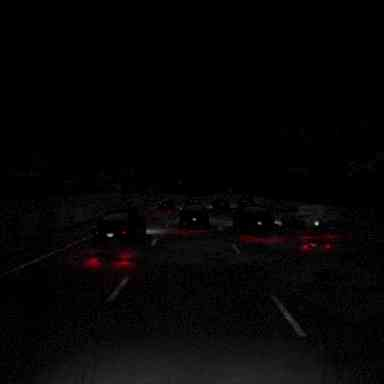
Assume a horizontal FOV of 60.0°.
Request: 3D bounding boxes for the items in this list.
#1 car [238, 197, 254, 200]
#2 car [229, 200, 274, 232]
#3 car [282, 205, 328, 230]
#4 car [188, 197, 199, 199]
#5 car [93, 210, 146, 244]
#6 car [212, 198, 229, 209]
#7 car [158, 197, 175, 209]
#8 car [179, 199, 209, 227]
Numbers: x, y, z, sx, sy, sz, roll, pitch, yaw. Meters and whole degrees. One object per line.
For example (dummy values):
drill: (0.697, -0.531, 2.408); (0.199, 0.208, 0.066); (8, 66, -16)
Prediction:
car: (7.211, 1.342, 44.158); (2.128, 1.511, 4.902); (0, 1, 0)
car: (3.651, 1.515, 20.425); (1.882, 1.535, 5.008); (0, 0, 0)
car: (7.153, 1.560, 21.370); (1.812, 1.442, 4.674); (0, 0, 0)
car: (0.211, 1.346, 43.955); (2.128, 1.511, 4.902); (0, 1, 0)
car: (-3.360, 1.572, 15.980); (1.812, 1.442, 4.674); (0, 0, 0)
car: (3.708, 1.431, 42.734); (1.994, 1.385, 4.181); (0, 1, 0)
car: (-3.291, 1.389, 43.171); (1.812, 1.442, 4.674); (0, 1, 0)
car: (0.157, 1.508, 22.883); (1.882, 1.535, 5.008); (0, 0, 0)
